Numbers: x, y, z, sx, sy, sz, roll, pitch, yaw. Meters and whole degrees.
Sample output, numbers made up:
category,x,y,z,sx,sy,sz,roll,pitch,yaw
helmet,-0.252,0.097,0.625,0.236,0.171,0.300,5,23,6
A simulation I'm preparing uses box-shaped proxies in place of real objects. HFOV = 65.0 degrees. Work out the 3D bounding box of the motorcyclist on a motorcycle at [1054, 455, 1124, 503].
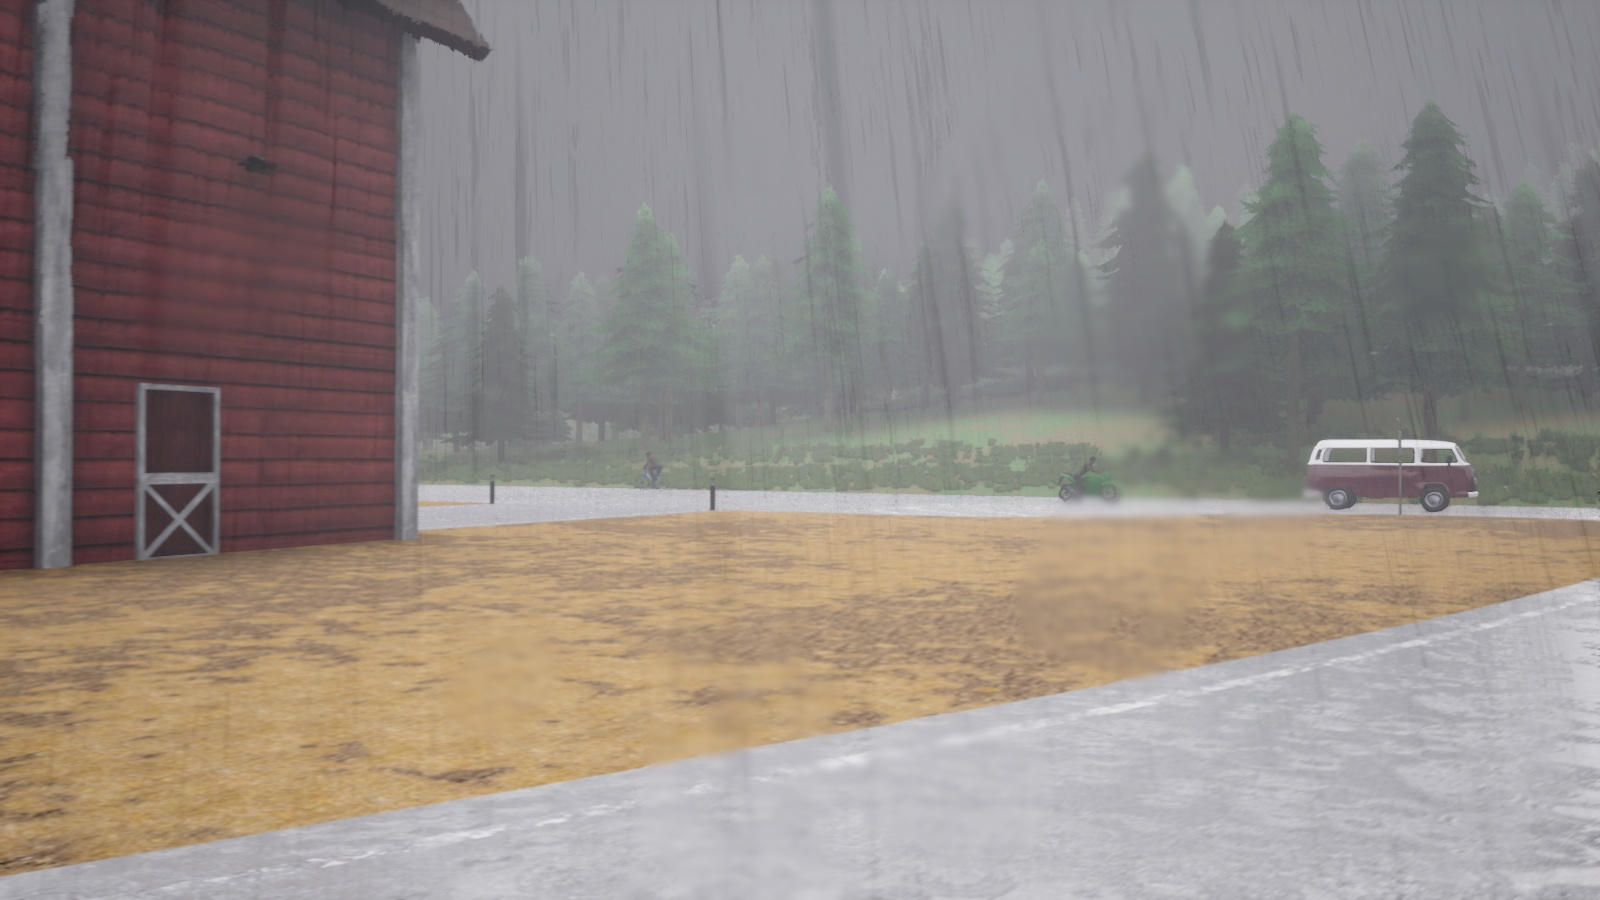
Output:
category,x,y,z,sx,sy,sz,roll,pitch,yaw
motorcyclist on a motorcycle,9.238,0.913,40.106,2.044,1.523,0.797,0,0,29

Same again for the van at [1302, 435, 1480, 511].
category,x,y,z,sx,sy,sz,roll,pitch,yaw
van,16.879,0.640,35.903,4.480,2.038,2.069,-1,-1,29

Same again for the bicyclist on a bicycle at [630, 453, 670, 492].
category,x,y,z,sx,sy,sz,roll,pitch,yaw
bicyclist on a bicycle,-6.298,0.939,52.649,1.656,1.620,0.582,0,0,29

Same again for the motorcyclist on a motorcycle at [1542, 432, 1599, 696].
category,x,y,z,sx,sy,sz,roll,pitch,yaw
motorcyclist on a motorcycle,5.913,0.707,8.583,2.350,1.649,0.766,0,0,-42
